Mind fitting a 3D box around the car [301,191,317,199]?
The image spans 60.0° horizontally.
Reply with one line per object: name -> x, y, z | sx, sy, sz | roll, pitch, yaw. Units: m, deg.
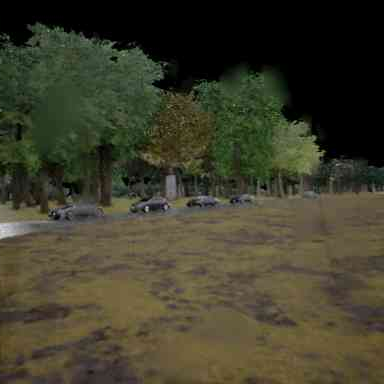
car -> 23.270, 0.548, 66.095 | 2.033, 1.411, 5.357 | -3, -1, 35

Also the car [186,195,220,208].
car -> 1.452, 1.145, 41.680 | 2.033, 1.411, 5.357 | -3, -1, 35

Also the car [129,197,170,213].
car -> -4.221, 1.253, 33.684 | 1.837, 1.490, 4.892 | -3, -1, 35

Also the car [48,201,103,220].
car -> -9.216, 1.451, 26.604 | 1.994, 1.385, 4.181 | -3, -1, 36

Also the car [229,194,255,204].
car -> 7.651, 0.986, 50.369 | 2.033, 1.411, 5.357 | -3, -1, 36
